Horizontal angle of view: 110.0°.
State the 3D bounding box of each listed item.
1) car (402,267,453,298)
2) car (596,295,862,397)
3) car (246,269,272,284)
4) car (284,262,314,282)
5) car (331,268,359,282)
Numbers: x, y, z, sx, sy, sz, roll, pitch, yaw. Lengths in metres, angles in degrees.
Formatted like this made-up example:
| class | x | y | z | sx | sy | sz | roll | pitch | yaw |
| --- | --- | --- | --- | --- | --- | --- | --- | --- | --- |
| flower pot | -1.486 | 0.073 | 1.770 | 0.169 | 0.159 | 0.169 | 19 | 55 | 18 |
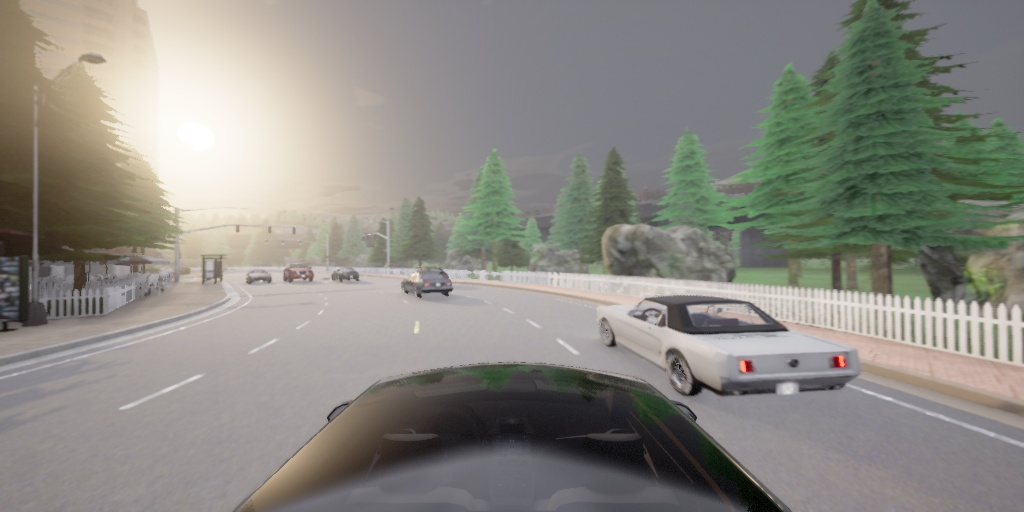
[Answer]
| class | x | y | z | sx | sy | sz | roll | pitch | yaw |
| --- | --- | --- | --- | --- | --- | --- | --- | --- | --- |
| car | -5.097 | 1.596 | 21.143 | 2.033 | 1.411 | 5.357 | 0 | -1 | -29 |
| car | 3.140 | 1.368 | 6.604 | 1.895 | 1.301 | 4.718 | -1 | -1 | -6 |
| car | -25.751 | 2.051 | 36.401 | 2.033 | 1.411 | 5.357 | 0 | -1 | -40 |
| car | -23.042 | 1.722 | 38.616 | 2.150 | 2.045 | 5.566 | 0 | -1 | -40 |
| car | -17.433 | 1.932 | 37.483 | 1.812 | 1.442 | 4.674 | 0 | -1 | -40 |
